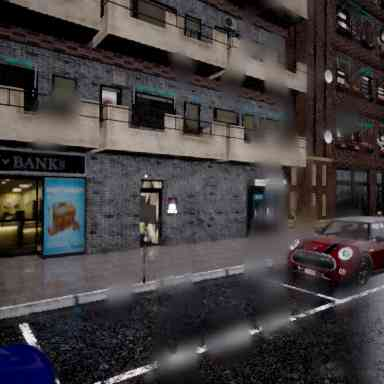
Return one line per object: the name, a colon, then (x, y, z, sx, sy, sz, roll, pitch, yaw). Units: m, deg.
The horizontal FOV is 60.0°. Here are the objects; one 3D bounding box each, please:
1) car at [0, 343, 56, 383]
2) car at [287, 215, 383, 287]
car: (-2.814, 1.525, 1.064, 4.674, 1.442, 1.812, 0, 0, -36)
car: (4.530, 1.442, 9.327, 4.097, 1.590, 1.967, 0, 1, -36)
